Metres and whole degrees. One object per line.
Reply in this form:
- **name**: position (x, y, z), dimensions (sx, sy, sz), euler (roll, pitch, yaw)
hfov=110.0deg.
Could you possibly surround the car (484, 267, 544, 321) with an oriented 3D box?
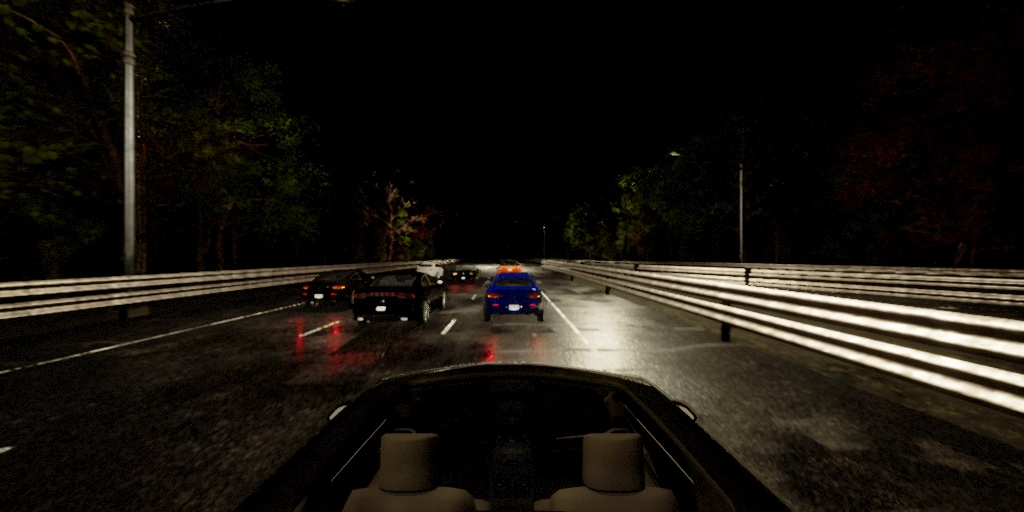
- **car**: position (0.045, 1.276, 12.339), dimensions (1.812, 1.442, 4.674), euler (0, 0, 0)

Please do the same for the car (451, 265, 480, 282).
- **car**: position (-3.674, 1.360, 29.008), dimensions (1.895, 1.301, 4.718), euler (0, 0, -1)

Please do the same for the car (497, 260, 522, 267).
- **car**: position (-0.199, 1.110, 30.134), dimensions (2.097, 1.767, 4.553), euler (0, 0, -1)

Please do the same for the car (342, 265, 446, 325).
- **car**: position (-3.452, 1.230, 11.863), dimensions (1.882, 1.535, 5.008), euler (0, 0, 0)

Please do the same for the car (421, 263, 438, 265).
- **car**: position (-7.227, 1.289, 31.554), dimensions (1.812, 1.442, 4.674), euler (0, 0, -1)

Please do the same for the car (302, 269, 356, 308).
- **car**: position (-6.980, 1.280, 15.202), dimensions (1.812, 1.442, 4.674), euler (0, 0, -1)
